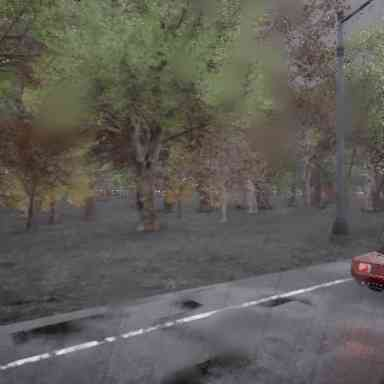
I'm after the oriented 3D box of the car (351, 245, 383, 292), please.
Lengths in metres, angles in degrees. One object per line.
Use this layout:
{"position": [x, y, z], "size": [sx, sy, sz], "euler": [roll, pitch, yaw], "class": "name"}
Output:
{"position": [5.807, 1.616, 7.678], "size": [4.718, 1.301, 1.895], "euler": [0, 0, -34], "class": "car"}
